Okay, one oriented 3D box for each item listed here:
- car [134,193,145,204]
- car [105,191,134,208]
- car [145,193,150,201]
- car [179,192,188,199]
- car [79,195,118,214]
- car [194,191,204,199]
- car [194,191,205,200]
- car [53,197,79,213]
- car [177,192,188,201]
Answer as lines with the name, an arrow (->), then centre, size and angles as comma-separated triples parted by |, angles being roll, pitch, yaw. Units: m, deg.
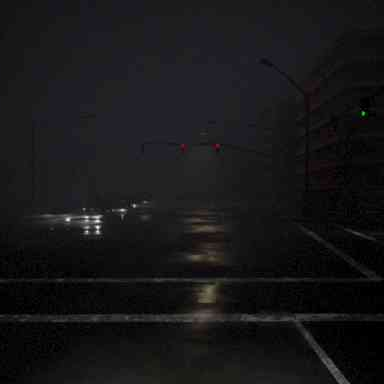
car -> -9.282, 1.132, 52.953 | 2.033, 1.411, 5.357 | 0, 1, 1
car -> -9.404, 1.106, 43.308 | 2.097, 1.767, 4.553 | 0, 1, 1
car -> -9.096, 0.947, 63.488 | 2.033, 1.411, 5.357 | 0, 1, 1
car -> -1.899, 0.741, 75.797 | 2.033, 1.411, 5.357 | 0, 1, 1
car -> -9.521, 1.369, 34.267 | 2.128, 1.511, 4.902 | 0, 1, 1
car -> 1.601, 0.555, 75.805 | 2.097, 1.767, 4.553 | 0, 1, 1
car -> 1.571, 0.855, 65.415 | 2.128, 1.511, 4.902 | 0, 1, 1
car -> -13.009, 1.346, 35.333 | 1.882, 1.535, 5.008 | 0, 1, 1
car -> -1.936, 0.917, 65.146 | 2.033, 1.411, 5.357 | 0, 1, 1
